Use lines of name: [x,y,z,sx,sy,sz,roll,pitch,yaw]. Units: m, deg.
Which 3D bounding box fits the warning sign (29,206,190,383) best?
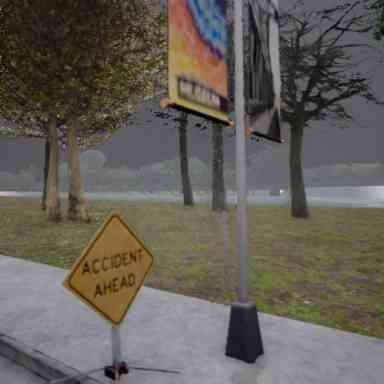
warning sign: [-0.854,1.123,3.659,1.060,1.860,1.300,-1,0,35]
